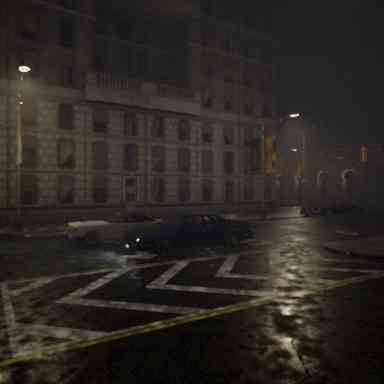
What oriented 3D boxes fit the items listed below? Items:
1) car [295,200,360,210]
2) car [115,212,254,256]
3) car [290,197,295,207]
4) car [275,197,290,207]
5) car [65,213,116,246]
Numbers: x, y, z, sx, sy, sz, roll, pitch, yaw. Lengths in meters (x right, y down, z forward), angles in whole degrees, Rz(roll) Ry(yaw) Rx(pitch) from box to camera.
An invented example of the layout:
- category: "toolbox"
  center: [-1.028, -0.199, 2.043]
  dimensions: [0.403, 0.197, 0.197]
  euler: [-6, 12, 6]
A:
- category: "car"
  center: [9.720, 1.198, 23.169]
  dimensions: [4.718, 1.301, 1.895]
  euler: [0, 0, -31]
- category: "car"
  center: [-0.032, 1.544, 13.255]
  dimensions: [5.357, 1.411, 2.033]
  euler: [0, 0, -31]
- category: "car"
  center: [14.902, 1.503, 52.178]
  dimensions: [1.812, 1.442, 4.674]
  euler: [0, 0, -31]
- category: "car"
  center: [11.758, 1.527, 50.598]
  dimensions: [2.033, 1.411, 5.357]
  euler: [0, 0, -32]
- category: "car"
  center: [-3.303, 1.598, 15.366]
  dimensions: [4.718, 1.301, 1.895]
  euler: [0, 0, -31]
